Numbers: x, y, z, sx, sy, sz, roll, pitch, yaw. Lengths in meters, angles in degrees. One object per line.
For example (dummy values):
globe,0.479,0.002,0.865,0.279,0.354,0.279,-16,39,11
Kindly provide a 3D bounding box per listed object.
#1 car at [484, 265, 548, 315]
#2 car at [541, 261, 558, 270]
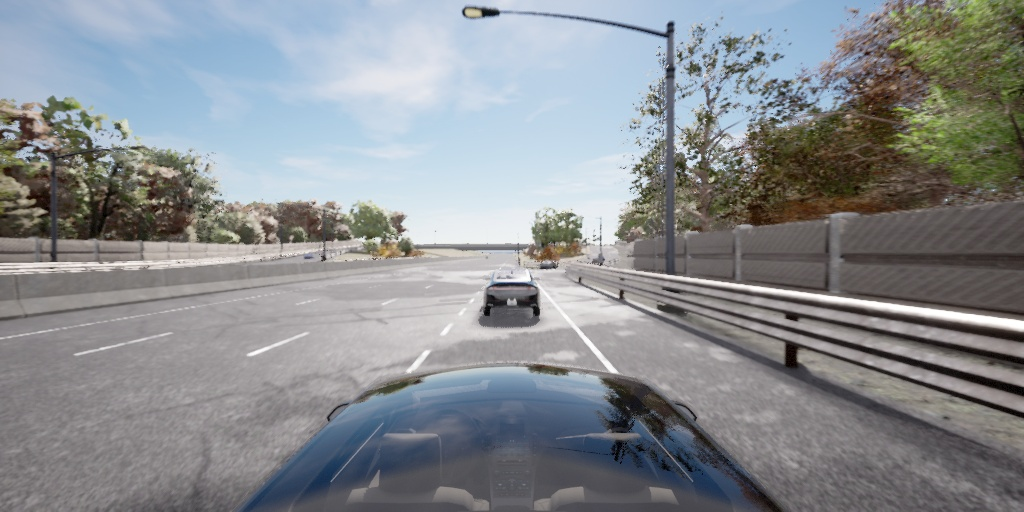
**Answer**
car,-0.004,1.212,13.397,2.128,1.511,4.902,0,0,0
car,6.146,1.534,59.304,2.033,1.411,5.357,0,-1,21
